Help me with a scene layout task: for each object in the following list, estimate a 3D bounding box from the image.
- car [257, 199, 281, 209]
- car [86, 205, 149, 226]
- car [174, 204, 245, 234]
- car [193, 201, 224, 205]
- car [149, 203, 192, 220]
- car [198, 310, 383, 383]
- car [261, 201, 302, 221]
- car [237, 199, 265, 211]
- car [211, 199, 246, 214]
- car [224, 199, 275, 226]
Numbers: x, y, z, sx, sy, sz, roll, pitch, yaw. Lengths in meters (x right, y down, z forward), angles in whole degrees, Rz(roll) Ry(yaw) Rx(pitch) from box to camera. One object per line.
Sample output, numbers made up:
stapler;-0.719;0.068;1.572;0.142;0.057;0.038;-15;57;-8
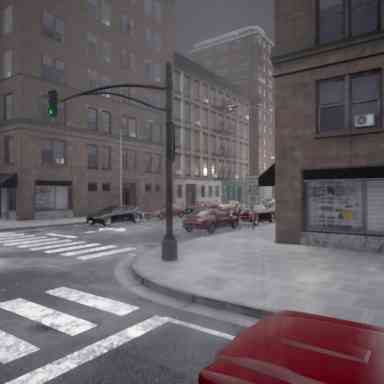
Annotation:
car;10.673;1.599;46.031;1.802;1.307;4.206;0;0;36
car;-5.406;1.588;23.610;1.947;1.339;4.313;0;0;36
car;1.116;1.554;18.934;1.802;1.307;4.206;0;0;36
car;1.026;1.563;32.579;1.887;1.381;4.507;0;0;36
car;-2.190;1.602;28.094;1.802;1.307;4.206;0;0;36
car;2.294;1.601;2.052;4.718;1.301;1.895;0;0;36
car;7.648;1.494;28.042;1.752;1.417;4.829;0;0;36
car;7.458;1.598;41.547;1.802;1.307;4.206;0;0;36
car;4.142;1.542;36.925;1.752;1.417;4.829;0;0;36
car;4.332;1.411;23.419;1.967;1.590;4.097;0;0;36
